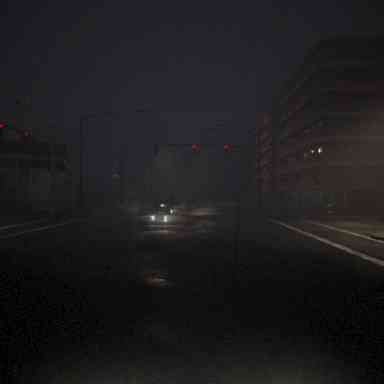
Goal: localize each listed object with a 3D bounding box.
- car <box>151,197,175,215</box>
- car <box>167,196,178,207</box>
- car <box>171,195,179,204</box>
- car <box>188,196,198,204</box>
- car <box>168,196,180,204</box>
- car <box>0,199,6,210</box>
[{"bbox_3d":[-3.183,1.547,34.692,2.033,1.411,5.357,0,0,-1],"label":"car"},{"bbox_3d":[-3.268,1.564,43.933,1.994,1.385,4.181,0,0,-1],"label":"car"},{"bbox_3d":[-3.344,1.352,52.529,2.097,1.767,4.553,0,0,0],"label":"car"},{"bbox_3d":[0.231,1.526,64.979,1.812,1.442,4.674,0,0,0],"label":"car"},{"bbox_3d":[-3.409,1.564,62.547,1.994,1.385,4.181,0,0,0],"label":"car"},{"bbox_3d":[-24.063,1.456,38.891,3.806,1.475,1.970,0,0,1],"label":"car"}]
